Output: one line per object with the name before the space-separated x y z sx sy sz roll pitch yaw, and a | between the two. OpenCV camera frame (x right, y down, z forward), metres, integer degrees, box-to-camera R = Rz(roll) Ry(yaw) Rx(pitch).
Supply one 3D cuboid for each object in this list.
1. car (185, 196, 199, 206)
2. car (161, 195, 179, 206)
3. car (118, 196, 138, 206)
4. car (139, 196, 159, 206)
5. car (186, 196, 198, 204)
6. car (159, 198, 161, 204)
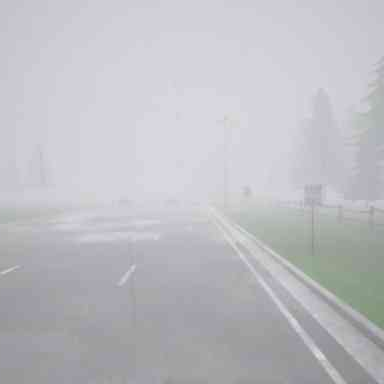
car | 0.017 1.526 53.730 1.812 1.442 4.674 0 0 0
car | -3.483 1.505 53.858 1.837 1.490 4.892 0 0 0
car | -10.483 1.478 53.423 1.882 1.535 5.008 0 0 0
car | -6.983 1.526 54.053 1.812 1.442 4.674 0 0 0
car | 0.023 1.493 63.464 2.128 1.511 4.902 0 0 0
car | -6.976 1.573 63.816 1.994 1.385 4.181 0 0 0
